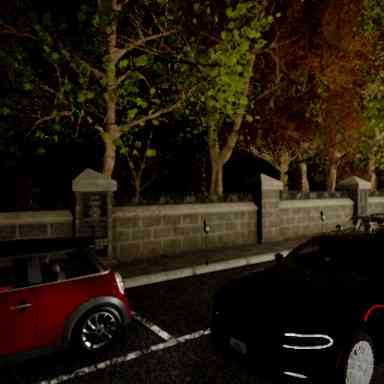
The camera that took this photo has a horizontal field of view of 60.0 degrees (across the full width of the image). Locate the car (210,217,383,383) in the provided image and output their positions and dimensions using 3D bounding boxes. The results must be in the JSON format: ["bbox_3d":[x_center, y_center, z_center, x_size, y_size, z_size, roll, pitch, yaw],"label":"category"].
[{"bbox_3d":[2.549,1.415,5.185,5.008,1.535,1.882,-1,1,-35],"label":"car"}]

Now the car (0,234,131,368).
[{"bbox_3d":[-3.003,1.440,4.418,4.097,1.590,1.967,-1,1,-35],"label":"car"}]

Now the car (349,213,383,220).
[{"bbox_3d":[5.979,1.412,10.899,4.403,1.369,2.008,-1,1,-35],"label":"car"}]
